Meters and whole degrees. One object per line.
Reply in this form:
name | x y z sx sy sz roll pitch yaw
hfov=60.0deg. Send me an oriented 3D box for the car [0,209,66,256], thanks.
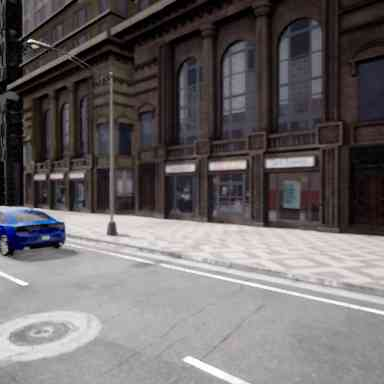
car | -6.814 1.407 12.986 5.008 1.535 1.882 0 1 42
